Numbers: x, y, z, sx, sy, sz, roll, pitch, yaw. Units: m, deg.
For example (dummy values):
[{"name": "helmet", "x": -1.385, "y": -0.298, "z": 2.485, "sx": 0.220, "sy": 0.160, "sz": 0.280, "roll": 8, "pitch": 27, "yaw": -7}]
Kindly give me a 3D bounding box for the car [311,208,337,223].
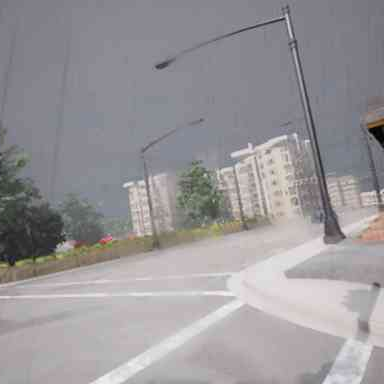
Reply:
[{"name": "car", "x": 16.408, "y": 2.706, "z": 41.387, "sx": 2.097, "sy": 1.767, "sz": 4.553, "roll": -14, "pitch": -8, "yaw": 35}]
